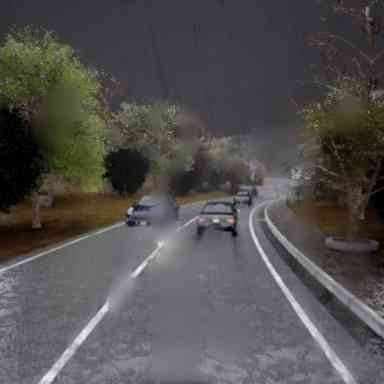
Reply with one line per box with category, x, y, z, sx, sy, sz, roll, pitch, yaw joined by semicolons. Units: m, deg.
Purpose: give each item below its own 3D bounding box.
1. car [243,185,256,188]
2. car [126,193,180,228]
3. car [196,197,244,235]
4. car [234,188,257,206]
car;9.940;-0.151;58.178;2.150;2.045;5.566;3;2;23
car;-2.023;0.888;18.362;2.097;1.767;4.553;1;2;9
car;1.338;1.179;16.239;2.033;1.411;5.357;1;1;8
car;5.689;0.679;36.107;2.128;1.511;4.902;2;2;16
